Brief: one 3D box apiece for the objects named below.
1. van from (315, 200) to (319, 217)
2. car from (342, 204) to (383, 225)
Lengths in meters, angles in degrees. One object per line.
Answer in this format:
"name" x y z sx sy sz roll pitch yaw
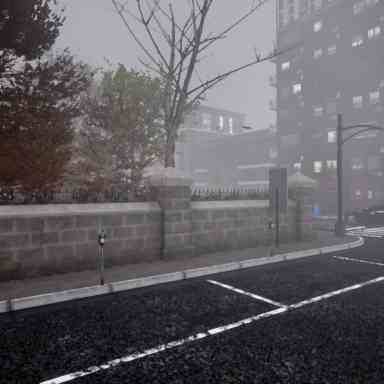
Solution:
"van" 10.421 1.646 32.627 1.690 1.788 3.998 -1 0 -36
"car" 13.559 1.678 24.276 1.837 1.490 4.892 -3 1 -42
